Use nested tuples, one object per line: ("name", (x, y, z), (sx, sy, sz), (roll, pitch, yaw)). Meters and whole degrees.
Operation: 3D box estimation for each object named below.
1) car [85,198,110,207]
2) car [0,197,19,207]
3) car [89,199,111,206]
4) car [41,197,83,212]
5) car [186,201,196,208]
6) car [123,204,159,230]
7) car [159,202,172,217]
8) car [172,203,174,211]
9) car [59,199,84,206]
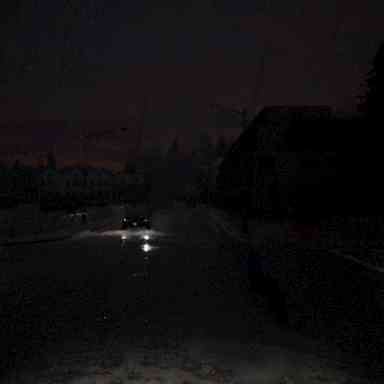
("car", (-17.902, 1.915, 59.690), (5.027, 1.636, 2.152), (0, -1, 0))
("car", (-35.298, 1.875, 62.760), (4.605, 1.855, 1.932), (0, -1, 0))
("car", (-18.252, 2.076, 66.104), (3.806, 1.475, 1.970), (0, -1, 0))
("car", (-17.427, 1.658, 43.993), (4.605, 1.855, 1.932), (0, -1, 0))
("car", (-0.166, 2.464, 66.897), (1.895, 1.301, 4.718), (0, -1, 0))
("car", (-3.705, 1.831, 23.899), (1.812, 1.442, 4.674), (0, -1, 0))
("car", (-3.747, 2.024, 37.222), (2.033, 1.411, 5.357), (0, -1, -1))
("car", (-3.778, 2.206, 51.386), (2.033, 1.411, 5.357), (0, -1, 0))
("car", (-25.315, 2.179, 69.738), (4.514, 1.523, 2.007), (0, -1, 0))
